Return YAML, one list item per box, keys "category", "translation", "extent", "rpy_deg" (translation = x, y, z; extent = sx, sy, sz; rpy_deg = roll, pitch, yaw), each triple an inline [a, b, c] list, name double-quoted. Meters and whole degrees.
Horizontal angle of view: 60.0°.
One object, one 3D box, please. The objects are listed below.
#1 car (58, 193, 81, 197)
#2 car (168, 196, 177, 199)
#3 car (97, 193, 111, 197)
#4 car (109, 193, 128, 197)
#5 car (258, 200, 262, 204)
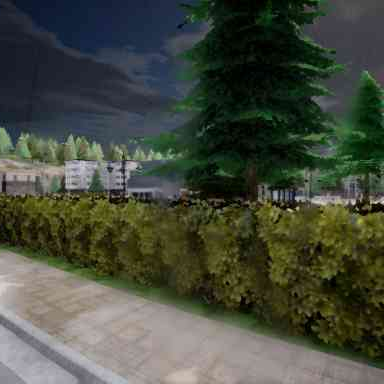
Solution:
- category: "car"
  translation: [-28.382, 1.154, 79.442]
  extent: [2.152, 1.636, 5.027]
  rpy_deg: [0, 0, 43]
- category: "car"
  translation: [-3.305, 1.374, 56.063]
  extent: [1.845, 1.501, 3.633]
  rpy_deg: [0, 0, 43]
- category: "car"
  translation: [-16.701, 1.097, 68.943]
  extent: [1.932, 1.855, 4.605]
  rpy_deg: [0, 0, 43]
- category: "car"
  translation: [-10.572, 1.384, 52.725]
  extent: [1.970, 1.475, 3.806]
  rpy_deg: [0, 0, 43]
- category: "car"
  translation: [9.644, 1.352, 44.205]
  extent: [2.097, 1.767, 4.553]
  rpy_deg: [0, 0, 43]
